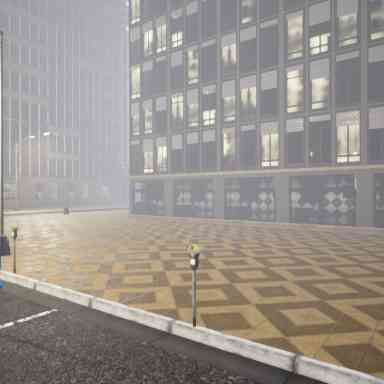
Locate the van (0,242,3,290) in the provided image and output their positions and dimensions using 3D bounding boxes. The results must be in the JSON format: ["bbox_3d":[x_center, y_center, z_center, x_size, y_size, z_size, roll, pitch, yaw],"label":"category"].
[{"bbox_3d":[-5.649,1.337,7.020,3.998,1.788,1.690,0,0,36],"label":"van"}]
